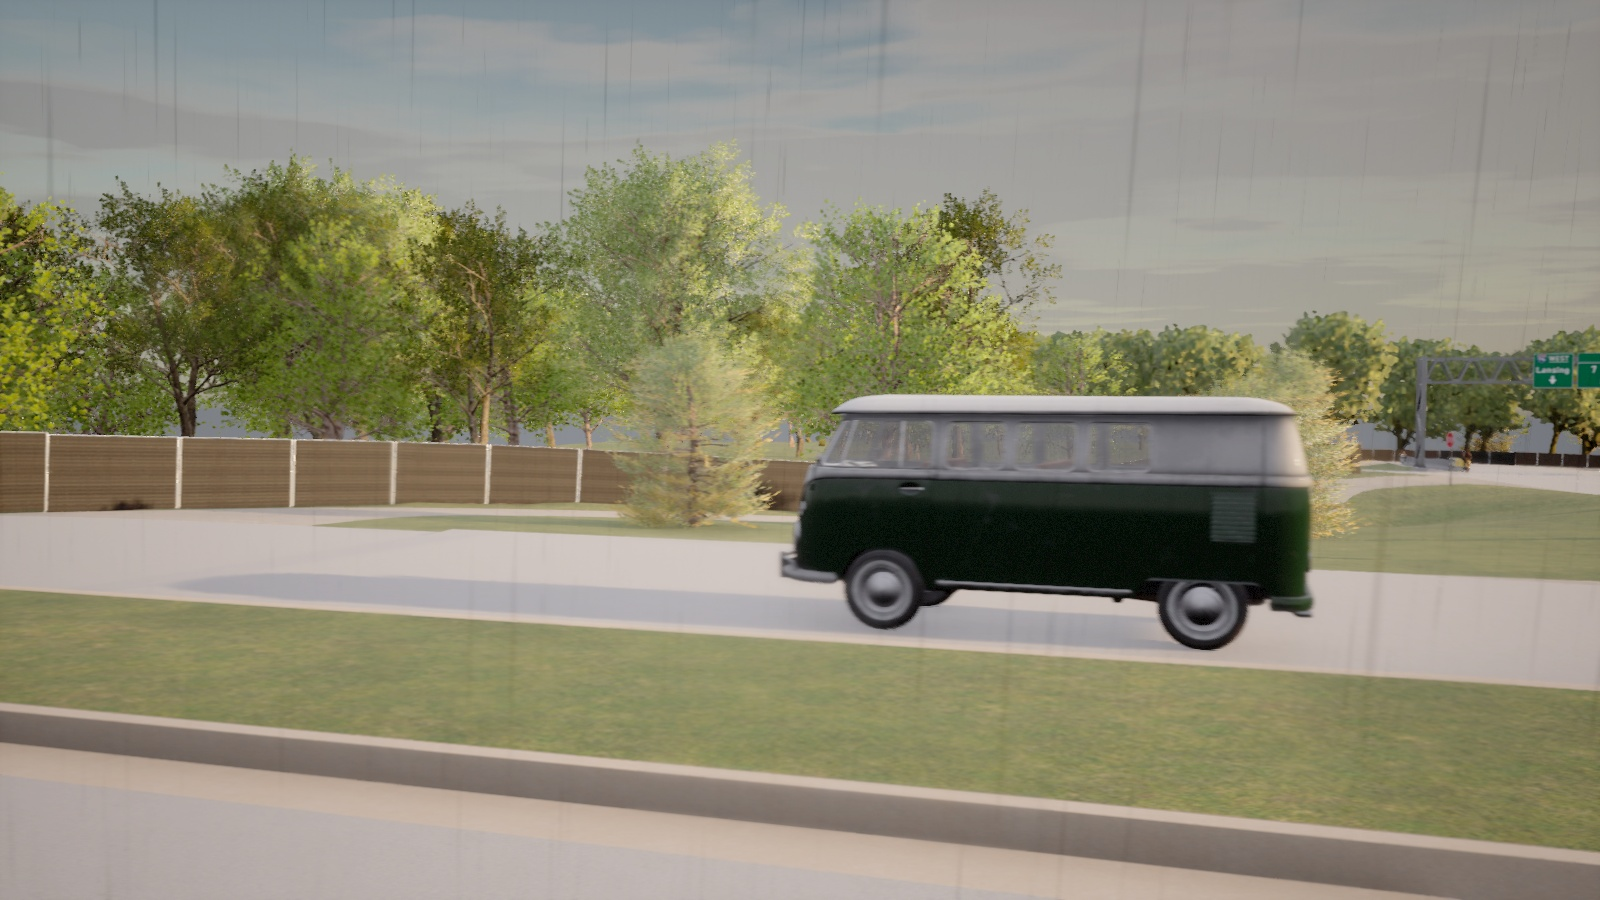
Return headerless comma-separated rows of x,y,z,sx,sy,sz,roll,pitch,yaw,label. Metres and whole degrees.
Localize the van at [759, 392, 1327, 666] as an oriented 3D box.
2.053,0.532,10.798,4.442,1.987,1.775,1,1,20,van
